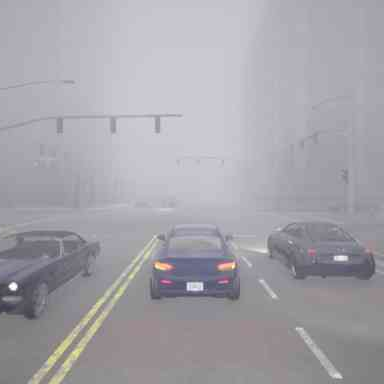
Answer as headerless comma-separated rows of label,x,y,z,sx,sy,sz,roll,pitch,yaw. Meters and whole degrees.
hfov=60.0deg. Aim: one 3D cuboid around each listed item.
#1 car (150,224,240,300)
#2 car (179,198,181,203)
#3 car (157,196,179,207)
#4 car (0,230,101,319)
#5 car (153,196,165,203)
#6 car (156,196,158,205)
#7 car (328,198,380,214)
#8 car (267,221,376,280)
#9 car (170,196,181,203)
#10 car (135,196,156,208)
car,0.077,1.524,8.256,1.812,1.442,4.674,0,0,1
car,-3.448,1.466,59.298,1.882,1.535,5.008,0,0,0
car,-3.489,1.482,49.659,2.128,1.511,4.902,0,0,0
car,-3.585,1.599,7.478,1.895,1.301,4.718,0,0,0
car,-6.852,1.532,69.122,2.033,1.411,5.357,0,0,0
car,-6.957,1.494,58.185,1.837,1.490,4.892,0,0,0
car,16.780,1.416,34.500,5.008,1.535,1.882,0,0,0
car,3.593,1.562,9.992,1.994,1.385,4.181,0,0,0
car,-3.351,1.550,69.253,1.994,1.385,4.181,0,0,0
car,-6.994,1.538,48.452,2.033,1.411,5.357,0,0,0
